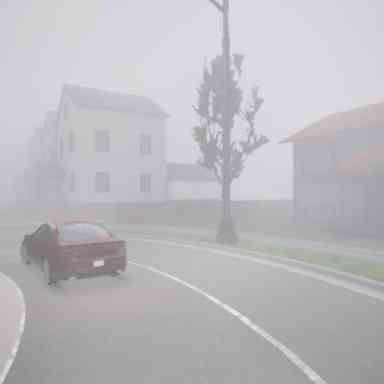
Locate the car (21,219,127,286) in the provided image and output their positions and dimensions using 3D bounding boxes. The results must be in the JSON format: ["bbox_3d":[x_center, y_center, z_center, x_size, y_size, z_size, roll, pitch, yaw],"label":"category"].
[{"bbox_3d":[-3.667,1.551,9.895,1.882,1.535,5.008,0,0,-36],"label":"car"}]
